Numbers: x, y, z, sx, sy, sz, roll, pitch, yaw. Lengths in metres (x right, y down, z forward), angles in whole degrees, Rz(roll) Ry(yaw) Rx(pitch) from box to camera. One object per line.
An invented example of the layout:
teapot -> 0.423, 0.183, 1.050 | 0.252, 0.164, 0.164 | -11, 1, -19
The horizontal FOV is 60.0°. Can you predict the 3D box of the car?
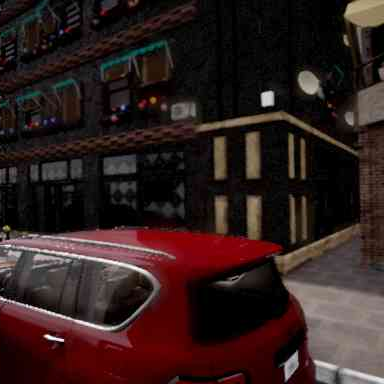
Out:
car -> -1.233, 1.334, 3.770 | 5.009, 1.841, 2.192 | 0, -1, 36
